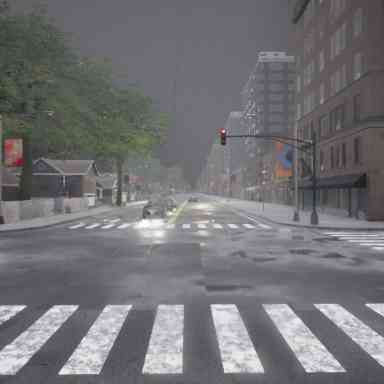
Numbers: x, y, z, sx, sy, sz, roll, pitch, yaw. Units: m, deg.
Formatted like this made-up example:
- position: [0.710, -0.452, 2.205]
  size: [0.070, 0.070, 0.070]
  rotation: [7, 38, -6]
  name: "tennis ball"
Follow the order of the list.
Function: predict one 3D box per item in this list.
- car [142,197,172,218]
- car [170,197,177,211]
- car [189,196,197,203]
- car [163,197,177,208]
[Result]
- position: [-3.297, 1.504, 30.093]
  size: [2.128, 1.511, 4.902]
  rotation: [0, 0, 0]
  name: "car"
- position: [-3.278, 1.372, 39.828]
  size: [2.097, 1.767, 4.553]
  rotation: [0, 0, 0]
  name: "car"
- position: [0.208, 1.546, 70.222]
  size: [2.128, 1.511, 4.902]
  rotation: [0, 0, 0]
  name: "car"
- position: [-3.256, 1.554, 49.785]
  size: [1.812, 1.442, 4.674]
  rotation: [0, 0, 0]
  name: "car"
